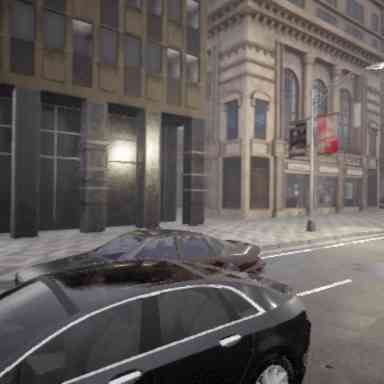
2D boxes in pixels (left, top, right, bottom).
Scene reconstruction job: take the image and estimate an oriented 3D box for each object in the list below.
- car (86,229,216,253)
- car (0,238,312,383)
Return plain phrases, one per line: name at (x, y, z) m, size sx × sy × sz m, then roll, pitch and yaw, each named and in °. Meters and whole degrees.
car at (-0.790, 1.532, 7.109) m, size 5.357 × 1.411 × 2.033 m, roll 0°, pitch 0°, yaw -35°
car at (-0.921, 1.497, 3.025) m, size 4.892 × 1.490 × 1.837 m, roll 0°, pitch 0°, yaw -35°
